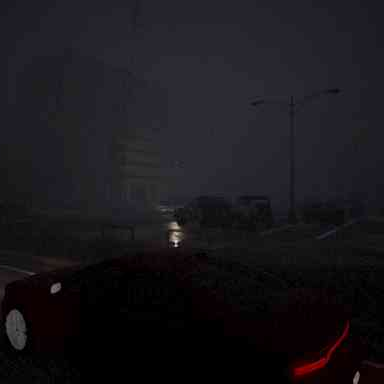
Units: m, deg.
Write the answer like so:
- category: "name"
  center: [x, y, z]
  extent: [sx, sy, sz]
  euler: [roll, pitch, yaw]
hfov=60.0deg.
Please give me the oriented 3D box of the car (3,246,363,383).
- category: "car"
  center: [-0.565, 1.478, 4.391]
  extent: [5.008, 1.535, 1.882]
  euler: [0, 0, 35]

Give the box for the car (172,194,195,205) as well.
- category: "car"
  center: [-1.509, 1.350, 61.266]
  extent: [2.097, 1.767, 4.553]
  euler: [0, 0, 34]

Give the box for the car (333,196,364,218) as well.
- category: "car"
  center: [15.288, 1.395, 32.049]
  extent: [1.970, 1.475, 3.806]
  euler: [0, 0, 34]

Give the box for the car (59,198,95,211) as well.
- category: "car"
  center: [-14.451, 1.525, 42.088]
  extent: [1.812, 1.442, 4.674]
  euler: [0, 0, 34]

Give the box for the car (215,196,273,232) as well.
- category: "car"
  center: [3.270, 1.156, 19.088]
  extent: [1.905, 1.878, 3.866]
  euler: [0, 0, 34]

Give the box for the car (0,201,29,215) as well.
- category: "car"
  center: [-17.597, 1.564, 31.139]
  extent: [1.994, 1.385, 4.181]
  euler: [0, 0, 34]

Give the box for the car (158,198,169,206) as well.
- category: "car"
  center: [-3.077, 1.547, 52.753]
  extent: [2.033, 1.411, 5.357]
  euler: [0, 0, 34]

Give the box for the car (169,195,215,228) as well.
- category: "car"
  center: [0.902, 1.153, 20.753]
  extent: [1.932, 1.855, 4.605]
  euler: [0, 0, 34]

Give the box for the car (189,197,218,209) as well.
- category: "car"
  center: [1.666, 1.525, 46.949]
  extent: [1.812, 1.442, 4.674]
  euler: [0, 0, 34]
